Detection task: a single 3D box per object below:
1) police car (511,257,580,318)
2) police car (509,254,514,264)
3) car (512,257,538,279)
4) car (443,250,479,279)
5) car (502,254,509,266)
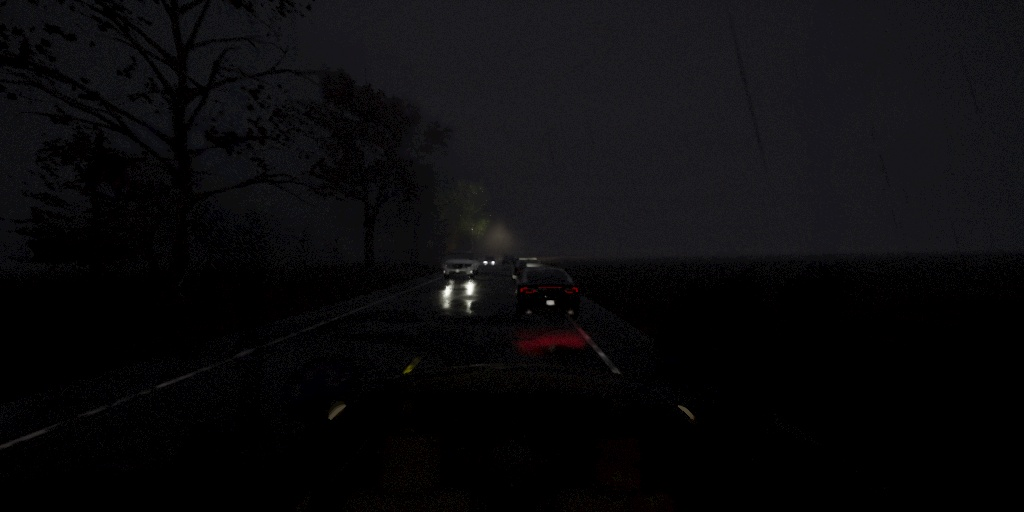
[{"bbox_3d":[1.030,1.018,12.293,1.930,1.638,5.238,0,1,0],"label":"police car"},{"bbox_3d":[0.972,0.872,22.301,1.930,1.638,5.238,0,1,0],"label":"police car"},{"bbox_3d":[0.922,0.868,28.198,1.837,1.490,4.892,0,1,-1],"label":"car"},{"bbox_3d":[-3.710,0.602,27.045,2.150,2.045,5.566,0,1,0],"label":"car"},{"bbox_3d":[-0.398,0.623,49.889,1.994,1.385,4.181,0,1,0],"label":"car"}]
